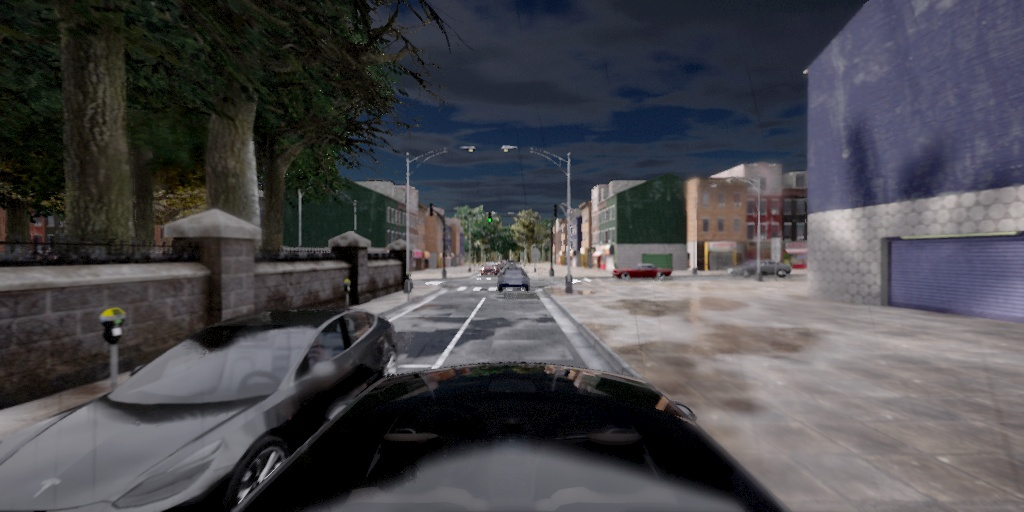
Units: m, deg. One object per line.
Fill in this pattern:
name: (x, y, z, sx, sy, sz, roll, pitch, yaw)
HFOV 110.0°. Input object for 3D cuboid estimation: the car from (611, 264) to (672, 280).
car: (10.965, 1.332, 30.610, 4.718, 1.301, 1.895, -1, 0, 0)

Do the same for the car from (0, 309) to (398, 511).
car: (-2.638, 1.328, 4.022, 1.948, 1.339, 4.313, 0, 0, 0)

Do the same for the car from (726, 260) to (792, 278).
car: (21.002, 1.087, 30.606, 4.902, 1.511, 2.128, -1, 0, 0)

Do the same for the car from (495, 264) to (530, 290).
car: (0.105, 1.441, 23.503, 1.994, 1.385, 4.181, 0, 0, 0)

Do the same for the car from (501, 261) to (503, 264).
car: (-2.621, 1.482, 47.774, 1.967, 1.591, 4.097, 0, 0, 0)

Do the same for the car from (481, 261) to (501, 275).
car: (-2.623, 1.443, 42.340, 1.967, 1.591, 4.097, 0, 0, 0)
